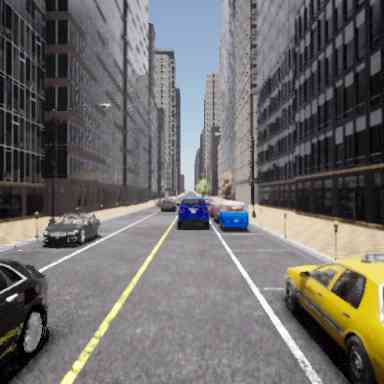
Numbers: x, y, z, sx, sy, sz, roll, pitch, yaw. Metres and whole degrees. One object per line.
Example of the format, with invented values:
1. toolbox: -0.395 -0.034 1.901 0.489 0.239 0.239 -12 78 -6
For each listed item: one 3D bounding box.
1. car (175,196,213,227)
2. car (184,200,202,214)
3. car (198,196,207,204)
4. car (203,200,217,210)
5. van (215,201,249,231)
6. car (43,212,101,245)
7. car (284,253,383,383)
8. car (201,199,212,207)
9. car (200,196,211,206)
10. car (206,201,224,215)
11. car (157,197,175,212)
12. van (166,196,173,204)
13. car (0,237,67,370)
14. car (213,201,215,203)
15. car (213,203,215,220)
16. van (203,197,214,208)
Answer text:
1. car: 0.099 1.428 24.428 2.150 2.045 5.566 0 -1 0
2. car: 0.097 1.838 42.029 2.128 1.511 4.902 0 -1 0
3. car: 2.682 1.958 84.611 2.192 1.841 5.009 0 0 0
4. car: 2.685 1.964 50.426 2.008 1.369 4.403 0 0 0
5. van: 2.687 1.530 21.941 1.690 1.788 3.998 0 0 0
6. car: -5.693 1.693 16.242 2.008 1.369 4.403 0 0 0
7. car: 2.688 1.571 5.018 1.752 1.417 4.829 0 -1 0
8. car: 2.684 2.038 61.821 1.887 1.381 4.507 0 0 0
9. car: 2.683 1.846 67.519 2.192 1.841 5.009 0 0 0
10. car: 2.685 1.851 39.201 1.752 1.417 4.829 0 0 0
11. car: -3.094 1.843 44.291 1.882 1.535 5.008 0 0 0
12. van: -5.699 1.984 84.611 1.690 1.788 3.998 0 0 0
13. car: -3.101 1.535 3.231 1.837 1.490 4.892 0 -1 0
14. car: 2.686 1.861 33.334 1.802 1.307 4.206 0 0 0
15. car: 2.686 1.816 27.637 1.802 1.307 4.206 0 0 0
16. van: 2.684 1.795 56.125 1.690 1.788 3.998 0 0 0
